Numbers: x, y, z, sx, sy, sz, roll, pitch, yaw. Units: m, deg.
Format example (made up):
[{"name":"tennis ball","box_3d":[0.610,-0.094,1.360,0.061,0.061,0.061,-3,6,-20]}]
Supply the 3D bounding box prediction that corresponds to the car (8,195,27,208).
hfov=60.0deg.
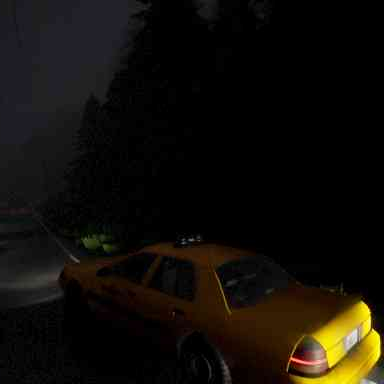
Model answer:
[{"name":"car","box_3d":[-21.014,1.057,40.139,2.128,1.511,4.902,-2,2,-26]}]

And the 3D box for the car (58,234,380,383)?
[{"name":"car","box_3d":[-0.240,1.417,5.102,5.366,1.575,1.801,1,1,45]}]
